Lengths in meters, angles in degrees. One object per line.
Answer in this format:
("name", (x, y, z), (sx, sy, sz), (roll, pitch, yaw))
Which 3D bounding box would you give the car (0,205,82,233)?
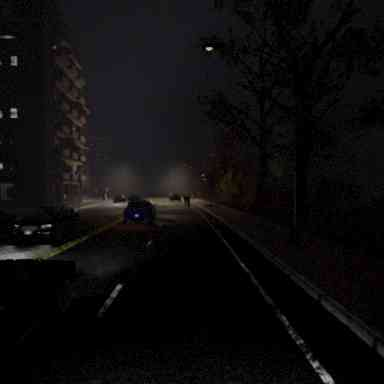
("car", (-6.854, 1.411, 16.220), (2.128, 1.511, 4.902), (0, 0, -2))

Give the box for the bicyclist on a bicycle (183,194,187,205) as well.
("bicyclist on a bicycle", (-1.050, 1.184, 50.019), (0.582, 1.620, 1.656), (0, 0, -4))

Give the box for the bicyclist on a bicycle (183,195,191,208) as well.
("bicyclist on a bicycle", (-0.433, 1.234, 40.952), (0.582, 1.620, 1.656), (0, 0, -3))

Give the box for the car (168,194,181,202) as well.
("car", (-3.155, 1.158, 64.413), (1.837, 1.490, 4.892), (0, 1, -6))

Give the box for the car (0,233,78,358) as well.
("car", (-3.194, 1.578, 4.567), (1.895, 1.301, 4.718), (0, 0, -1))

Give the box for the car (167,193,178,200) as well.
("car", (-4.533, 1.098, 77.544), (2.128, 1.511, 4.902), (0, 0, -7))

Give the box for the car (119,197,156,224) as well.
("car", (-3.643, 1.355, 23.828), (1.882, 1.535, 5.008), (0, 0, -2))

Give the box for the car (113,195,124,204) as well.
("car", (-12.382, 1.194, 57.473), (2.128, 1.511, 4.902), (0, 0, -4))

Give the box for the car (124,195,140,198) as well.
("car", (-8.481, 1.221, 49.179), (1.882, 1.535, 5.008), (0, 1, -4))
